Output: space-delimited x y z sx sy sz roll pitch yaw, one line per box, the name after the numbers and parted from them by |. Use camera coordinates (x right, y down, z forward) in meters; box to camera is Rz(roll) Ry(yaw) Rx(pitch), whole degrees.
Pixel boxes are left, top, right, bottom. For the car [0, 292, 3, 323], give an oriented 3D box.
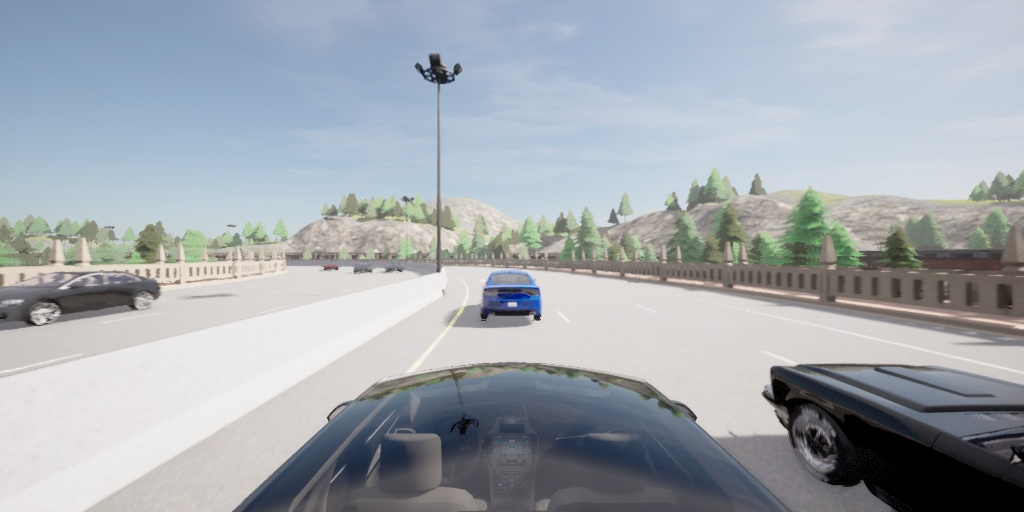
-7.126 1.228 1.832 1.882 1.535 5.008 0 0 0 | car

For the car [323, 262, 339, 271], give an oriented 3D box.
-26.026 1.514 51.594 1.895 1.301 4.718 0 0 -30 | car

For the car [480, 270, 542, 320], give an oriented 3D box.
-0.118 1.231 12.679 1.882 1.535 5.008 0 0 -3 | car

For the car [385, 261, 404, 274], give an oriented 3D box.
-14.520 1.348 44.175 1.837 1.490 4.892 0 -1 -23 | car

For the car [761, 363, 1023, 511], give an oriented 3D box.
3.600 1.351 1.677 1.895 1.301 4.718 0 0 0 | car

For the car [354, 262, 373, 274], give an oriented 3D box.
-17.594 1.408 42.442 1.994 1.385 4.181 0 0 -23 | car

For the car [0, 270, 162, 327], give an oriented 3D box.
-14.296 1.247 11.678 2.128 1.511 4.902 0 0 -3 | car
